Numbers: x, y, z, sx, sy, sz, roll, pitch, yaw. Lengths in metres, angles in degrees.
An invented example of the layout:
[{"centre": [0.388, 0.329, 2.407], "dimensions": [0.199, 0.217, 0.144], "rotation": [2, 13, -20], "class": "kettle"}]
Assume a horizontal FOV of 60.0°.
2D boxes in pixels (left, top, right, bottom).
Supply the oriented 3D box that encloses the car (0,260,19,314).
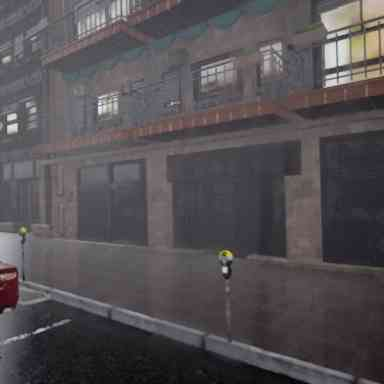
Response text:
[{"centre": [-5.094, 1.564, 6.376], "dimensions": [4.507, 1.381, 1.887], "rotation": [0, -2, 36], "class": "car"}]
